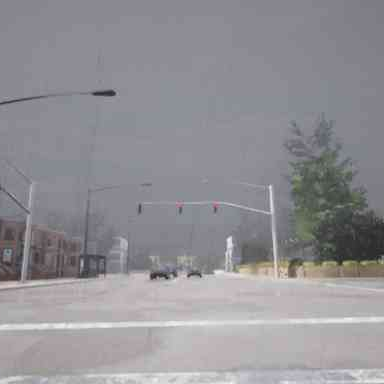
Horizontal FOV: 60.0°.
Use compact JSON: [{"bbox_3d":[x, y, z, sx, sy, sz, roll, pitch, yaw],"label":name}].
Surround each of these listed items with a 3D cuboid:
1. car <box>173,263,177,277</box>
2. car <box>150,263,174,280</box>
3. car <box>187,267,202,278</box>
[{"bbox_3d":[-3.309,11.211,47.888,2.150,2.045,5.566,-1,-13,1],"label":"car"},{"bbox_3d":[-3.397,8.798,36.234,2.033,1.411,5.357,-1,-13,0],"label":"car"},{"bbox_3d":[0.331,10.809,44.992,2.033,1.411,5.357,-1,-13,0],"label":"car"}]
